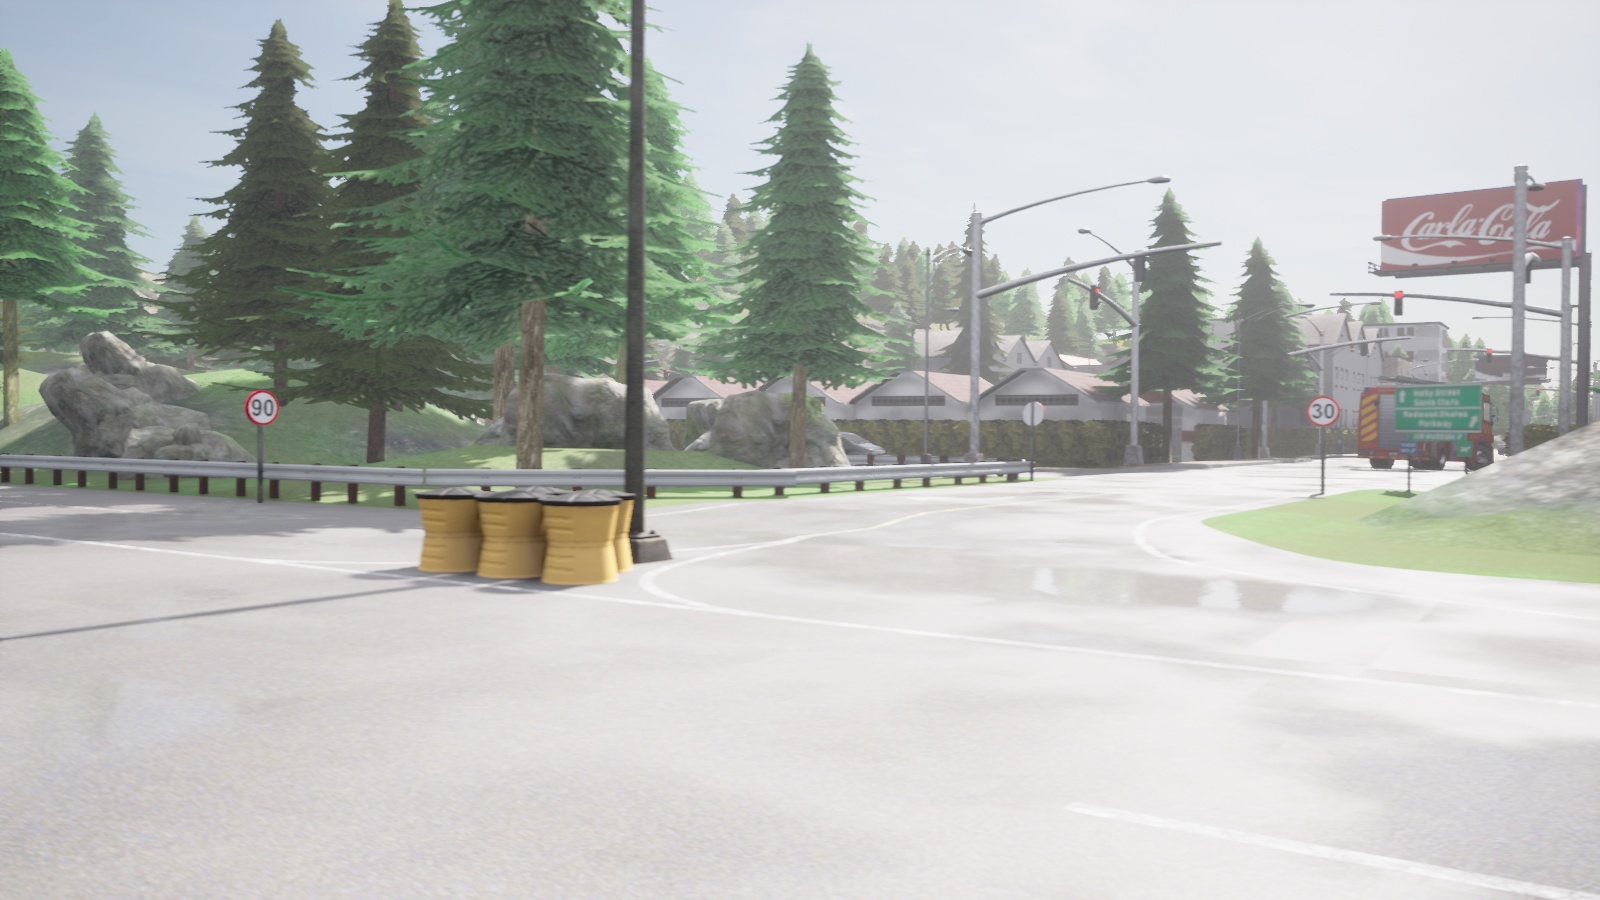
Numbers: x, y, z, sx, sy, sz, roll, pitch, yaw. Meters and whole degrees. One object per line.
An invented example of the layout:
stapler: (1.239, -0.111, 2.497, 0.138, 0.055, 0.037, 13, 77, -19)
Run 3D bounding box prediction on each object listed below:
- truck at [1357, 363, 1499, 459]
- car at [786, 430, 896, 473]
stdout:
truck: (27.032, -1.552, 53.851, 2.891, 3.827, 8.468, 1, 1, 45)
car: (1.533, 0.047, 47.230, 3.705, 1.549, 1.789, 0, 1, 34)
